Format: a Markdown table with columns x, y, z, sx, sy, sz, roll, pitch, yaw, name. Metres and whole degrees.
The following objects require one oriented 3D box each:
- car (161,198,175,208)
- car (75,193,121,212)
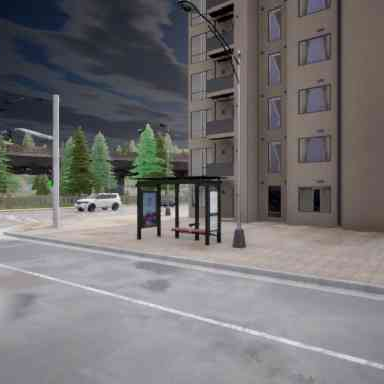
| x | y | z | sx | sy | sz | roll | pitch | yaw | name |
| --- | --- | --- | --- | --- | --- | --- | --- | --- | --- |
| -4.240 | 1.492 | 46.452 | 2.033 | 1.411 | 5.357 | 0 | 0 | 44 | car |
| -10.742 | 1.166 | 38.486 | 2.150 | 2.045 | 5.566 | 0 | 0 | 37 | car |
